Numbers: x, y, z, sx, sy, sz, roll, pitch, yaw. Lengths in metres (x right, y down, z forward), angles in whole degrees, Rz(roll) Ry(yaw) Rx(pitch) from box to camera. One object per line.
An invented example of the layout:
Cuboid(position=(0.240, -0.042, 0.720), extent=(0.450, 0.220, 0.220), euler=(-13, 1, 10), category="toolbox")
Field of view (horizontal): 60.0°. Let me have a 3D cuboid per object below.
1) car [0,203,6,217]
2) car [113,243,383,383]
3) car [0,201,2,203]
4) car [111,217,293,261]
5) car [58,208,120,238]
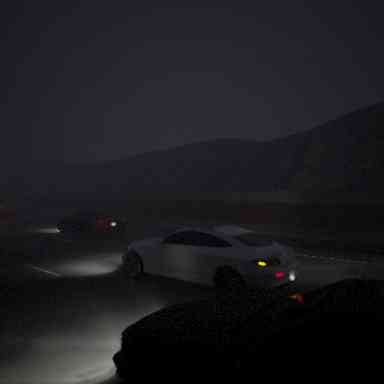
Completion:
Cuboid(position=(-13.444, 1.499, 20.168), extent=(5.357, 1.411, 2.033), euler=(0, 0, 42), category="car")
Cuboid(position=(1.737, 1.555, 2.803), extent=(5.357, 1.411, 2.033), euler=(0, 0, 36), category="car")
Cuboid(position=(-18.148, 1.287, 29.177), extent=(4.553, 1.767, 2.097), euler=(0, 0, 42), category="car")
Cuboid(position=(0.266, 1.527, 8.343), extent=(4.674, 1.442, 1.812), euler=(0, 0, 38), category="car")
Cuboid(position=(-5.356, 1.545, 17.634), extent=(4.181, 1.385, 1.994), euler=(0, 0, 41), category="car")
